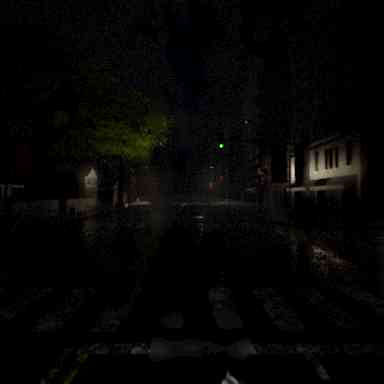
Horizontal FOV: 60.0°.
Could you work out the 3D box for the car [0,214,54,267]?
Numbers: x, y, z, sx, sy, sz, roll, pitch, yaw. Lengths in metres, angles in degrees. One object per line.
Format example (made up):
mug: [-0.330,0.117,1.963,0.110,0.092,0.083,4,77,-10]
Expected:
car: [-6.500,1.548,11.564,2.128,1.511,4.902,0,0,0]

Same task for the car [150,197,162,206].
car: [-6.499,1.755,60.298,1.837,1.490,4.892,0,2,0]
